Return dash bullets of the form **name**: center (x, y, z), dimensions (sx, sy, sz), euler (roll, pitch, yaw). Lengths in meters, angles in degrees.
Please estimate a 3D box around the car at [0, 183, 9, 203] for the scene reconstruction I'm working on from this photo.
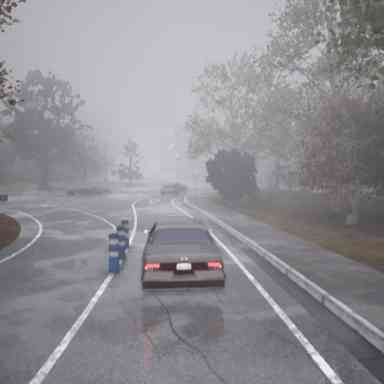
- **car**: center (-18.509, 0.189, 29.507), dimensions (5.008, 1.535, 1.882), euler (2, 5, 23)

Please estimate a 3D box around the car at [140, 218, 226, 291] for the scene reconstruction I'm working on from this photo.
- **car**: center (-0.341, 1.403, 8.883), dimensions (2.033, 1.411, 5.357), euler (0, 2, -4)

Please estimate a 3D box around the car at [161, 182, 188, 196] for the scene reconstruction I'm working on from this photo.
- **car**: center (-1.894, -0.403, 37.476), dimensions (2.128, 1.511, 4.902), euler (1, 5, 18)

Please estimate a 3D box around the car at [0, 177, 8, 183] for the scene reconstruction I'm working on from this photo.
- **car**: center (-35.091, -2.085, 59.185), dimensions (1.994, 1.385, 4.181), euler (2, 4, 24)

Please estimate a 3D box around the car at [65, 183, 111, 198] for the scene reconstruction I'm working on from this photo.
- **car**: center (-11.096, -0.232, 35.643), dimensions (4.674, 1.442, 1.812), euler (-2, 5, -21)
